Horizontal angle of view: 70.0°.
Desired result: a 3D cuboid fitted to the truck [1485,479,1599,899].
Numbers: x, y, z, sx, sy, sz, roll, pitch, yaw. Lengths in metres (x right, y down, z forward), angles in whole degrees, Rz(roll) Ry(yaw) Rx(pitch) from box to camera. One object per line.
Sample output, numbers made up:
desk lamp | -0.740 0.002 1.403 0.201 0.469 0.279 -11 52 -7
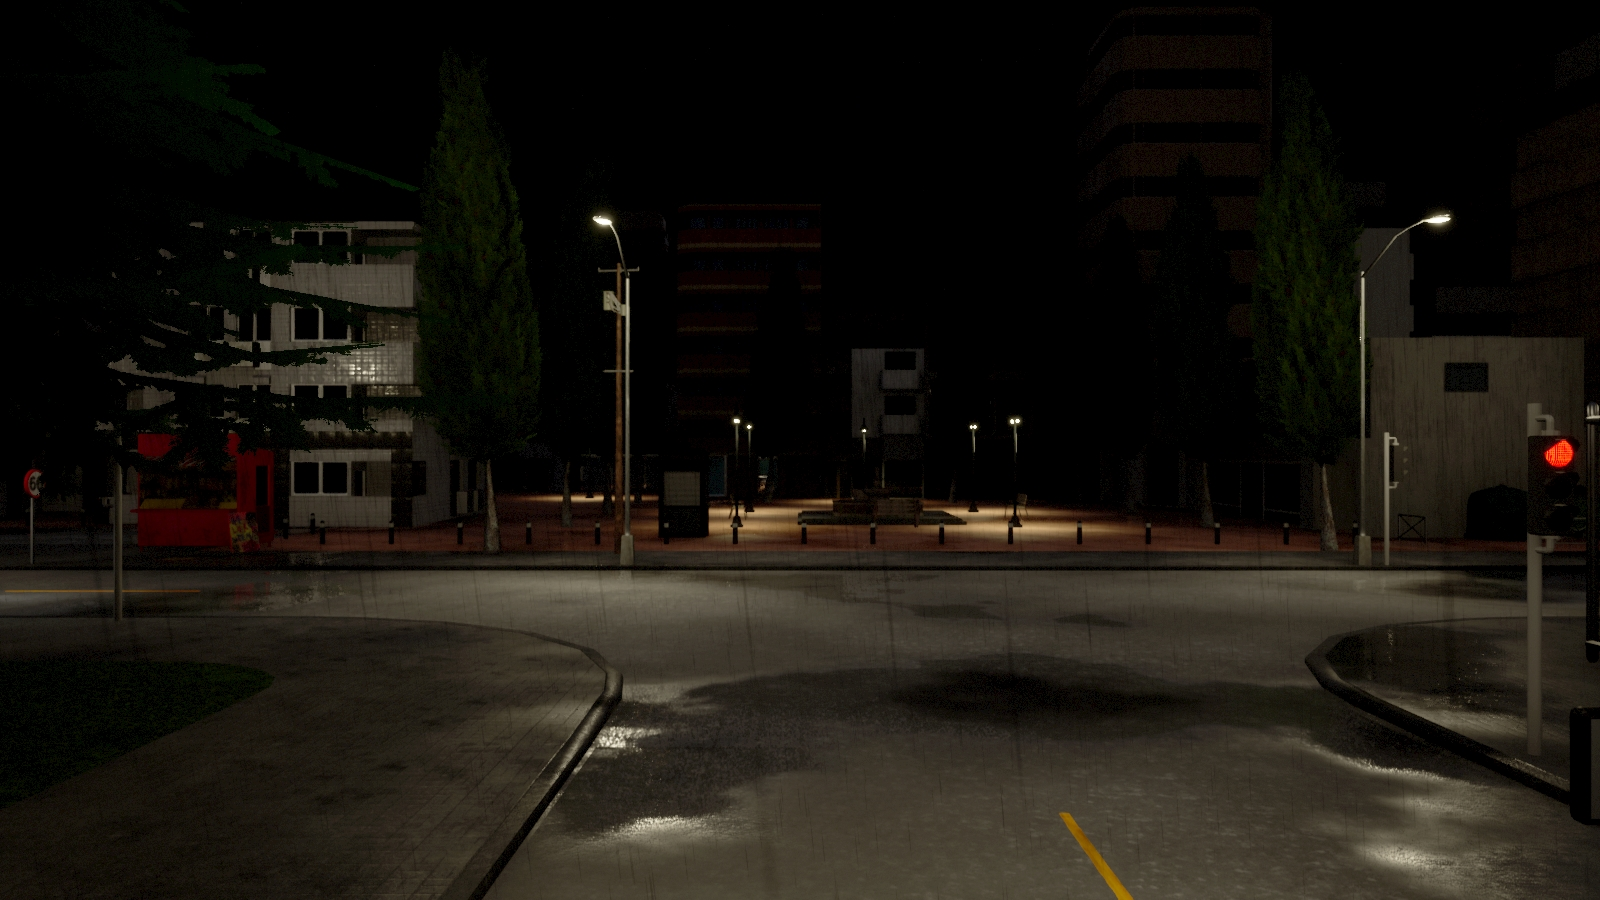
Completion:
truck | 4.017 1.349 1.921 2.627 2.467 5.204 0 0 0
